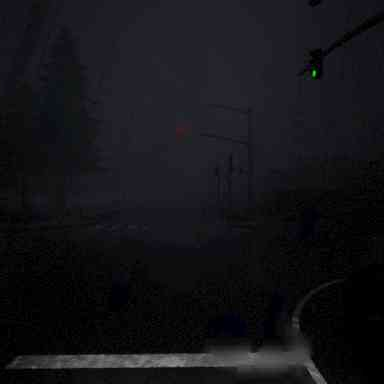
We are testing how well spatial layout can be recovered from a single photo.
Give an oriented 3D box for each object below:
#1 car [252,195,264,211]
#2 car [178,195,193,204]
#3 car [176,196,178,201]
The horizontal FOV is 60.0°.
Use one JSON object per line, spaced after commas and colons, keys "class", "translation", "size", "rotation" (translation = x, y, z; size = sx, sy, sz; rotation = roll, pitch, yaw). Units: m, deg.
{"class": "car", "translation": [8.868, 1.144, 36.301], "size": [4.605, 1.855, 1.932], "rotation": [0, 0, -1]}
{"class": "car", "translation": [-0.906, 1.518, 60.921], "size": [2.033, 1.411, 5.357], "rotation": [0, 0, -7]}
{"class": "car", "translation": [-2.198, 1.327, 71.105], "size": [1.812, 1.442, 4.674], "rotation": [0, 0, -13]}
